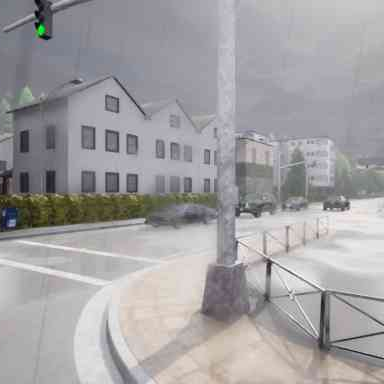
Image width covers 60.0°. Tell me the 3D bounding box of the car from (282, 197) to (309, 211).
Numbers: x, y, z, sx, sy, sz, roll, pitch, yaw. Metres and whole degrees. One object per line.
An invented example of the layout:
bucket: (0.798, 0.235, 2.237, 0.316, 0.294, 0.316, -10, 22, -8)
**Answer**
car: (11.566, 1.304, 37.075, 2.128, 1.511, 4.902, 0, 0, 36)

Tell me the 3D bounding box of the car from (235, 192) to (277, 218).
car: (5.496, 1.034, 28.594, 2.150, 2.045, 5.566, 0, 0, 35)

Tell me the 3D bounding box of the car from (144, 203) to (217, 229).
car: (-0.471, 1.360, 20.183, 2.033, 1.411, 5.357, 0, 0, 35)

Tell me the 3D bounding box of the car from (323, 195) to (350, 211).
car: (16.409, 1.164, 37.593, 2.097, 1.767, 4.553, 0, 0, 35)
